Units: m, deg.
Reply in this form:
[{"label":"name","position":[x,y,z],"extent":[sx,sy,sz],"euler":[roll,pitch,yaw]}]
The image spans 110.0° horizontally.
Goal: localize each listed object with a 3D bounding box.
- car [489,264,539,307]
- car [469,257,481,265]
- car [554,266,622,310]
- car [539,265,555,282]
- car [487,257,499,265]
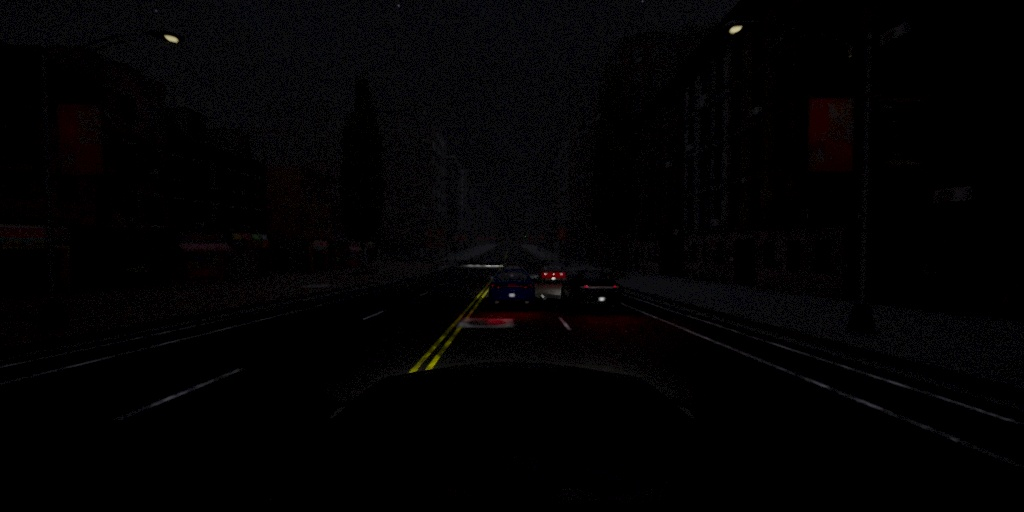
[{"label":"car","position":[0.018,1.333,16.083],"extent":[1.882,1.535,5.008],"euler":[0,0,0]},{"label":"car","position":[-6.564,0.826,64.257],"extent":[2.033,1.411,5.357],"euler":[0,1,0]},{"label":"car","position":[3.263,1.346,15.360],"extent":[2.128,1.511,4.902],"euler":[0,0,1]},{"label":"car","position":[3.244,1.443,30.061],"extent":[1.895,1.301,4.718],"euler":[0,0,0]},{"label":"car","position":[-3.323,0.869,63.274],"extent":[1.994,1.385,4.181],"euler":[0,1,0]}]
